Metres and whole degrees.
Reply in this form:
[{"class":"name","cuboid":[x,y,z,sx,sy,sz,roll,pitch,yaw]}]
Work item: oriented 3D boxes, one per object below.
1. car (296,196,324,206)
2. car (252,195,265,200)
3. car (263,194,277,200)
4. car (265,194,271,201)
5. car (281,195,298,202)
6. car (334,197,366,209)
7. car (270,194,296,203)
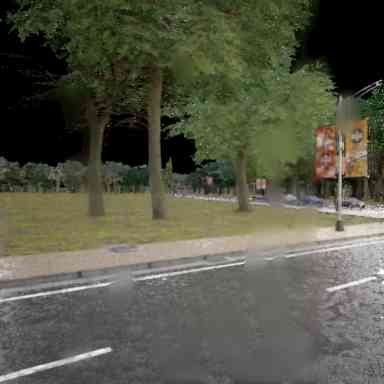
[{"class":"car","cuboid":[19.490,1.403,54.227,1.882,1.535,5.008,0,0,-11]},{"class":"car","cuboid":[16.966,1.373,84.879,1.895,1.301,4.718,0,0,-11]},{"class":"car","cuboid":[20.128,1.320,85.646,1.812,1.442,4.674,0,0,-11]},{"class":"car","cuboid":[18.935,1.354,74.651,2.128,1.511,4.902,0,0,-11]},{"class":"car","cuboid":[22.070,1.370,75.560,1.812,1.442,4.674,0,0,-11]},{"class":"car","cuboid":[21.240,1.477,44.986,2.128,1.511,4.902,0,0,-11]},{"class":"car","cuboid":[17.639,1.358,64.191,2.128,1.511,4.902,0,0,-11]}]
